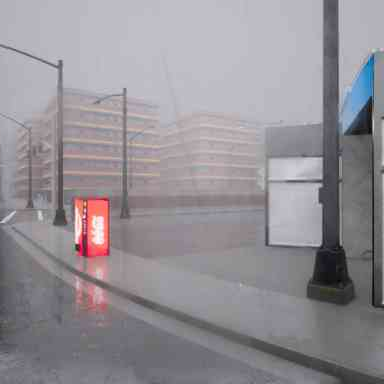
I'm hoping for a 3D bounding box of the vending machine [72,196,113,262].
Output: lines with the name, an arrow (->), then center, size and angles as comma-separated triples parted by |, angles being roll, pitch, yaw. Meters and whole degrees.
vending machine -> -3.388, 1.195, 11.293 | 1.100, 2.100, 0.880 | 0, 0, -36
